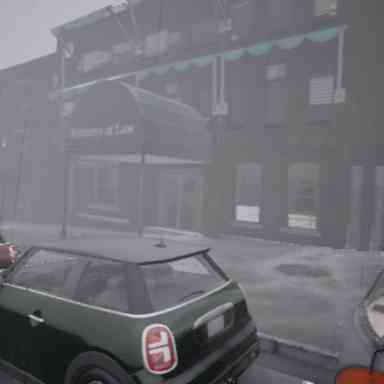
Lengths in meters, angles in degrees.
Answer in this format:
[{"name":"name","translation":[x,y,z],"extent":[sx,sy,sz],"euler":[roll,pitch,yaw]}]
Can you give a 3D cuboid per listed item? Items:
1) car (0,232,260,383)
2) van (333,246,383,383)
[{"name":"car","translation":[-1.489,1.387,4.596],"extent":[4.553,1.767,2.185],"euler":[-1,0,36]},{"name":"van","translation":[2.887,1.240,1.472],"extent":[4.442,1.987,1.878],"euler":[-1,0,36]}]
